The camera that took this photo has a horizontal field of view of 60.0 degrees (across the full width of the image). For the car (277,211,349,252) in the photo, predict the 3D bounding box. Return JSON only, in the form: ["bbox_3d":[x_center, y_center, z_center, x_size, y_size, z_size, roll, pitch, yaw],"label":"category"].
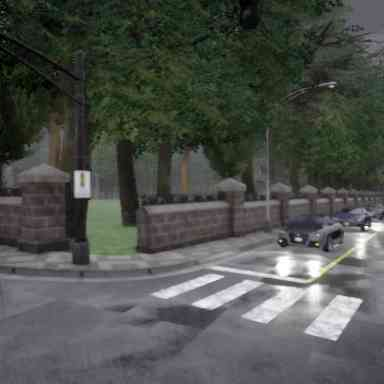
[{"bbox_3d":[5.333,1.698,14.699,1.994,1.385,4.181,0,0,36],"label":"car"}]

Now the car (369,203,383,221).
[{"bbox_3d":[17.084,1.834,31.373,2.128,1.511,4.902,0,-1,35],"label":"car"}]

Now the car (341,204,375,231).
[{"bbox_3d":[11.080,1.759,22.868,1.812,1.442,4.674,0,0,35],"label":"car"}]
